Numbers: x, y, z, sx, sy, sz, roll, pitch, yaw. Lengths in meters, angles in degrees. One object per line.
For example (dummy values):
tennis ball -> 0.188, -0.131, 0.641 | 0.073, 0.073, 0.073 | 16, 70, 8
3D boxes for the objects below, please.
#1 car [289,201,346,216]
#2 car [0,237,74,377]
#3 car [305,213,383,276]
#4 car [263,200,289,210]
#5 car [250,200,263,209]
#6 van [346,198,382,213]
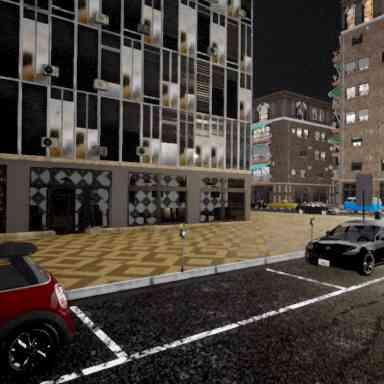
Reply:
car -> 12.254, 1.617, 32.662 | 2.008, 1.369, 4.403 | 0, -1, -35
car -> -3.682, 1.440, 3.922 | 4.097, 1.590, 1.967 | 0, 1, -35
car -> 5.398, 1.566, 10.392 | 4.313, 1.339, 1.947 | 0, 1, -35
car -> 12.720, 1.784, 46.694 | 1.752, 1.417, 4.829 | 0, -1, -35
car -> 9.654, 1.861, 51.114 | 1.947, 1.339, 4.313 | 0, -1, -35
van -> 19.143, 1.522, 37.436 | 1.690, 1.788, 3.998 | 0, -1, -35
